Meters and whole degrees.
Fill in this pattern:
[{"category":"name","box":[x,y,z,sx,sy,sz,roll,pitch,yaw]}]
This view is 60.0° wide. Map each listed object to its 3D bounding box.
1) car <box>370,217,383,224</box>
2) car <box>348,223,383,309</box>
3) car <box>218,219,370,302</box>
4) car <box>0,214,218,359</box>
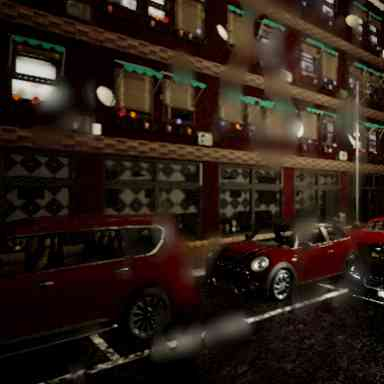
[{"category":"car","box":[6.887,1.550,11.470,4.507,1.381,1.887,0,0,-35]},{"category":"car","box":[5.267,1.510,7.062,4.892,1.490,1.837,0,0,-35]},{"category":"car","box":[2.297,1.443,8.196,4.097,1.590,1.967,0,0,-35]},{"category":"car","box":[-2.291,1.316,4.923,5.009,1.841,2.192,0,0,-35]}]
